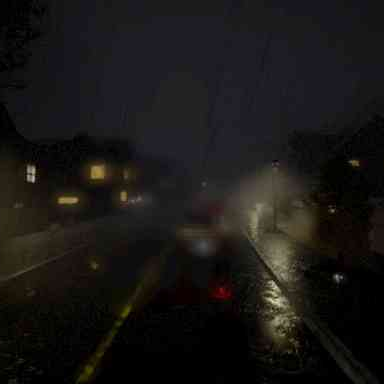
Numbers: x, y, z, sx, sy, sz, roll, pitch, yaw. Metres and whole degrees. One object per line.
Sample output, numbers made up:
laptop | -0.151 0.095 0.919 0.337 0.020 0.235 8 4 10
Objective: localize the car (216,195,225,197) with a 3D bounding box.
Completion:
car | 4.993 1.384 58.246 1.837 1.490 4.892 -1 0 15

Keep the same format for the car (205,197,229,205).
car | 2.152 1.456 28.871 1.882 1.535 5.008 0 0 8

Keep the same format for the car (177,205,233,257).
car | 0.554 1.495 12.894 2.128 1.511 4.902 0 0 4
